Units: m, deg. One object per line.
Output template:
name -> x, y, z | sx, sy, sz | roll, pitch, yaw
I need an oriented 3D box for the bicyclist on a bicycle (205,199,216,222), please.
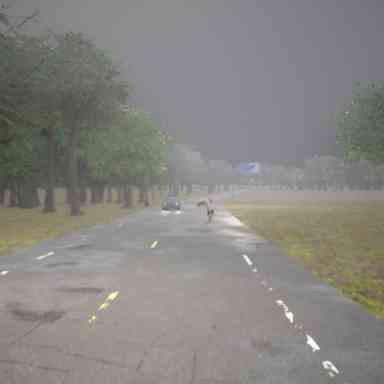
bicyclist on a bicycle -> 1.371, 1.441, 24.300 | 0.866, 1.612, 1.509 | 0, 0, 1

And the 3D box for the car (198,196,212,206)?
car -> 1.965, 1.663, 54.997 | 1.895, 1.301, 4.718 | 0, 0, 4

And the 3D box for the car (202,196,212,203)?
car -> 3.413, 1.617, 74.458 | 1.994, 1.385, 4.181 | 0, 0, 5

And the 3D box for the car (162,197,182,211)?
car -> -2.469, 1.383, 41.810 | 2.097, 1.767, 4.553 | 0, 0, 3

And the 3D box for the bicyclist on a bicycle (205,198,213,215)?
bicyclist on a bicycle -> 1.690, 1.456, 33.277 | 0.866, 1.612, 1.509 | 0, 1, 2
